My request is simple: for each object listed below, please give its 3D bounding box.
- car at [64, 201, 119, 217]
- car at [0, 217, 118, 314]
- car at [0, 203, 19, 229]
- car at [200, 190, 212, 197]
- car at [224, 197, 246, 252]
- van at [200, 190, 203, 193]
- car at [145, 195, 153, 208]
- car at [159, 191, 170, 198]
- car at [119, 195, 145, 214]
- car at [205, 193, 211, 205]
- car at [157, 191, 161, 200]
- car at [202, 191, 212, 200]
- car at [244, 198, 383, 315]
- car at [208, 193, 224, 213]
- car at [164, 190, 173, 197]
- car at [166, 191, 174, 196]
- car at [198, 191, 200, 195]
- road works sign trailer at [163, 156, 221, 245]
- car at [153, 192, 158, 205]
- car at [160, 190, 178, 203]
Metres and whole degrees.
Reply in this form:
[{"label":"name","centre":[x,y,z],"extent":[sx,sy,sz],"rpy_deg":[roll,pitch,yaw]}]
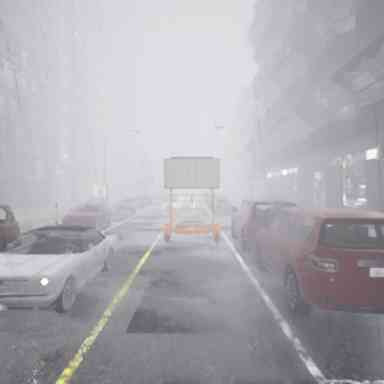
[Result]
[{"label":"car","centre":[-5.678,1.286,18.554],"extent":[1.887,1.381,4.507],"rpy_deg":[1,1,0]},{"label":"car","centre":[-3.100,1.495,7.502],"extent":[1.895,1.301,4.718],"rpy_deg":[0,1,0]},{"label":"car","centre":[-5.677,1.213,7.238],"extent":[2.192,1.841,5.009],"rpy_deg":[1,1,0]},{"label":"car","centre":[2.705,0.819,52.457],"extent":[1.947,1.339,4.313],"rpy_deg":[1,1,0]},{"label":"car","centre":[2.704,1.136,12.861],"extent":[2.192,1.841,5.009],"rpy_deg":[1,1,0]},{"label":"van","centre":[2.708,0.512,58.110],"extent":[1.690,1.788,3.998],"rpy_deg":[1,1,0]},{"label":"car","centre":[-5.677,1.046,35.523],"extent":[1.887,1.381,4.507],"rpy_deg":[1,1,0]},{"label":"car","centre":[-5.674,0.585,69.462],"extent":[1.802,1.307,4.206],"rpy_deg":[1,1,0]},{"label":"car","centre":[-5.678,1.164,29.867],"extent":[1.802,1.307,4.206],"rpy_deg":[1,1,0]},{"label":"car","centre":[2.703,1.067,35.488],"extent":[1.947,1.339,4.313],"rpy_deg":[1,1,0]},{"label":"car","centre":[-5.673,0.611,58.148],"extent":[1.967,1.590,4.097],"rpy_deg":[1,1,0]},{"label":"car","centre":[2.704,0.970,41.145],"extent":[2.008,1.369,4.403],"rpy_deg":[1,1,0]},{"label":"car","centre":[2.704,1.214,7.204],"extent":[2.192,1.841,5.009],"rpy_deg":[1,1,0]},{"label":"car","centre":[2.703,1.105,30.002],"extent":[1.752,1.417,4.829],"rpy_deg":[1,1,0]},{"label":"car","centre":[-5.671,0.274,80.772],"extent":[1.967,1.590,4.097],"rpy_deg":[1,1,0]},{"label":"car","centre":[-5.672,0.330,86.429],"extent":[1.802,1.307,4.206],"rpy_deg":[1,1,0]},{"label":"car","centre":[2.707,0.416,80.737],"extent":[1.802,1.307,4.206],"rpy_deg":[1,1,0]},{"label":"road works sign trailer","centre":[0.002,0.263,14.413],"extent":[2.380,3.560,2.880],"rpy_deg":[0,1,0]},{"label":"car","centre":[-5.677,0.985,41.180],"extent":[1.947,1.339,4.313],"rpy_deg":[1,1,0]},{"label":"car","centre":[-3.081,0.844,48.017],"extent":[1.812,1.442,4.674],"rpy_deg":[0,1,0]}]
